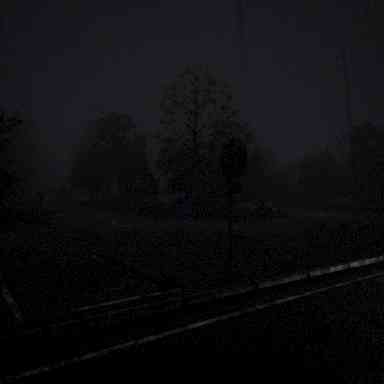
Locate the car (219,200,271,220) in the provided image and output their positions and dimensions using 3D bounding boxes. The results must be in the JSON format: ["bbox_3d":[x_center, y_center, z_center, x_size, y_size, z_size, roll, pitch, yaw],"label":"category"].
[{"bbox_3d":[4.362,1.700,29.663,2.002,1.452,4.674,1,-1,-36],"label":"car"}]

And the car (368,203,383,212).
[{"bbox_3d":[26.741,2.129,45.651,2.002,1.452,4.674,1,-1,-35],"label":"car"}]

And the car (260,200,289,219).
[{"bbox_3d":[6.904,1.582,31.563,2.185,1.767,4.553,1,-1,-36],"label":"car"}]
